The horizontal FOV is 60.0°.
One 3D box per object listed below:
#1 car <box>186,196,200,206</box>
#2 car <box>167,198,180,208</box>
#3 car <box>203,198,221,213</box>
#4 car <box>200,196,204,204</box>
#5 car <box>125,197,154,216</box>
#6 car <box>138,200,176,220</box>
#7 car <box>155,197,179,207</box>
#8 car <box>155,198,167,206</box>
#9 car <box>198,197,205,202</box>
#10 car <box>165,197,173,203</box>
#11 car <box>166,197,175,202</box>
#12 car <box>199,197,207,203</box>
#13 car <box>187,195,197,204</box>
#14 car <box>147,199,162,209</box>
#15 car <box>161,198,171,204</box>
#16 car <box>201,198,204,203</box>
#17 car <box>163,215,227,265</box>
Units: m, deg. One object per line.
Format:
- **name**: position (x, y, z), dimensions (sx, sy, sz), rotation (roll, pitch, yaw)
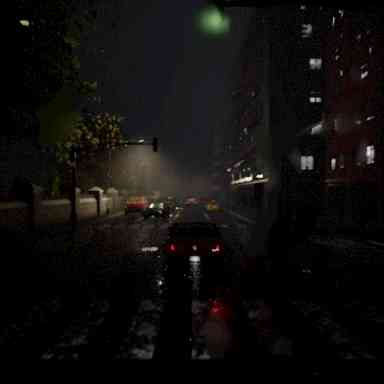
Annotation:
- **car**: position (-0.061, 1.909, 60.855), dimensions (1.895, 1.301, 4.718), rotation (0, 0, 0)
- **car**: position (-3.119, 1.786, 55.759), dimensions (1.837, 1.490, 4.892), rotation (0, -1, 0)
- **car**: position (2.645, 1.726, 40.809), dimensions (1.752, 1.417, 4.829), rotation (0, 0, 0)
- **car**: position (2.634, 1.810, 51.709), dimensions (2.008, 1.369, 4.403), rotation (0, 0, 0)
- **car**: position (-5.731, 1.485, 35.096), dimensions (2.192, 1.841, 5.009), rotation (0, 0, 0)
- **car**: position (-3.100, 1.695, 30.593), dimensions (2.033, 1.411, 5.357), rotation (0, 0, 4)
- **car**: position (-3.133, 1.700, 42.196), dimensions (2.128, 1.511, 4.902), rotation (0, 0, 0)
- **car**: position (-5.758, 1.901, 62.770), dimensions (1.802, 1.307, 4.206), rotation (0, 0, 0)
- **car**: position (2.594, 2.042, 90.455), dimensions (1.947, 1.339, 4.313), rotation (0, 0, 0)
- **car**: position (-5.781, 1.968, 84.740), dimensions (1.752, 1.417, 4.829), rotation (0, 0, 0)
- **car**: position (-5.786, 2.027, 90.446), dimensions (2.008, 1.369, 4.403), rotation (0, 0, 0)
- **car**: position (2.605, 1.957, 79.384), dimensions (1.887, 1.381, 4.507), rotation (0, 0, 0)
- **car**: position (-0.073, 1.631, 70.808), dimensions (2.097, 1.767, 4.553), rotation (0, 0, 0)
- **car**: position (-5.747, 1.804, 51.700), dimensions (1.887, 1.381, 4.507), rotation (0, 0, 0)
- **car**: position (-5.769, 1.962, 73.840), dimensions (1.802, 1.307, 4.206), rotation (0, 0, 0)
- **car**: position (2.639, 1.774, 46.174), dimensions (1.887, 1.381, 4.507), rotation (0, 0, 0)
- **car**: position (0.087, 1.657, 11.870), dimensions (1.895, 1.301, 4.718), rotation (0, 0, 0)
